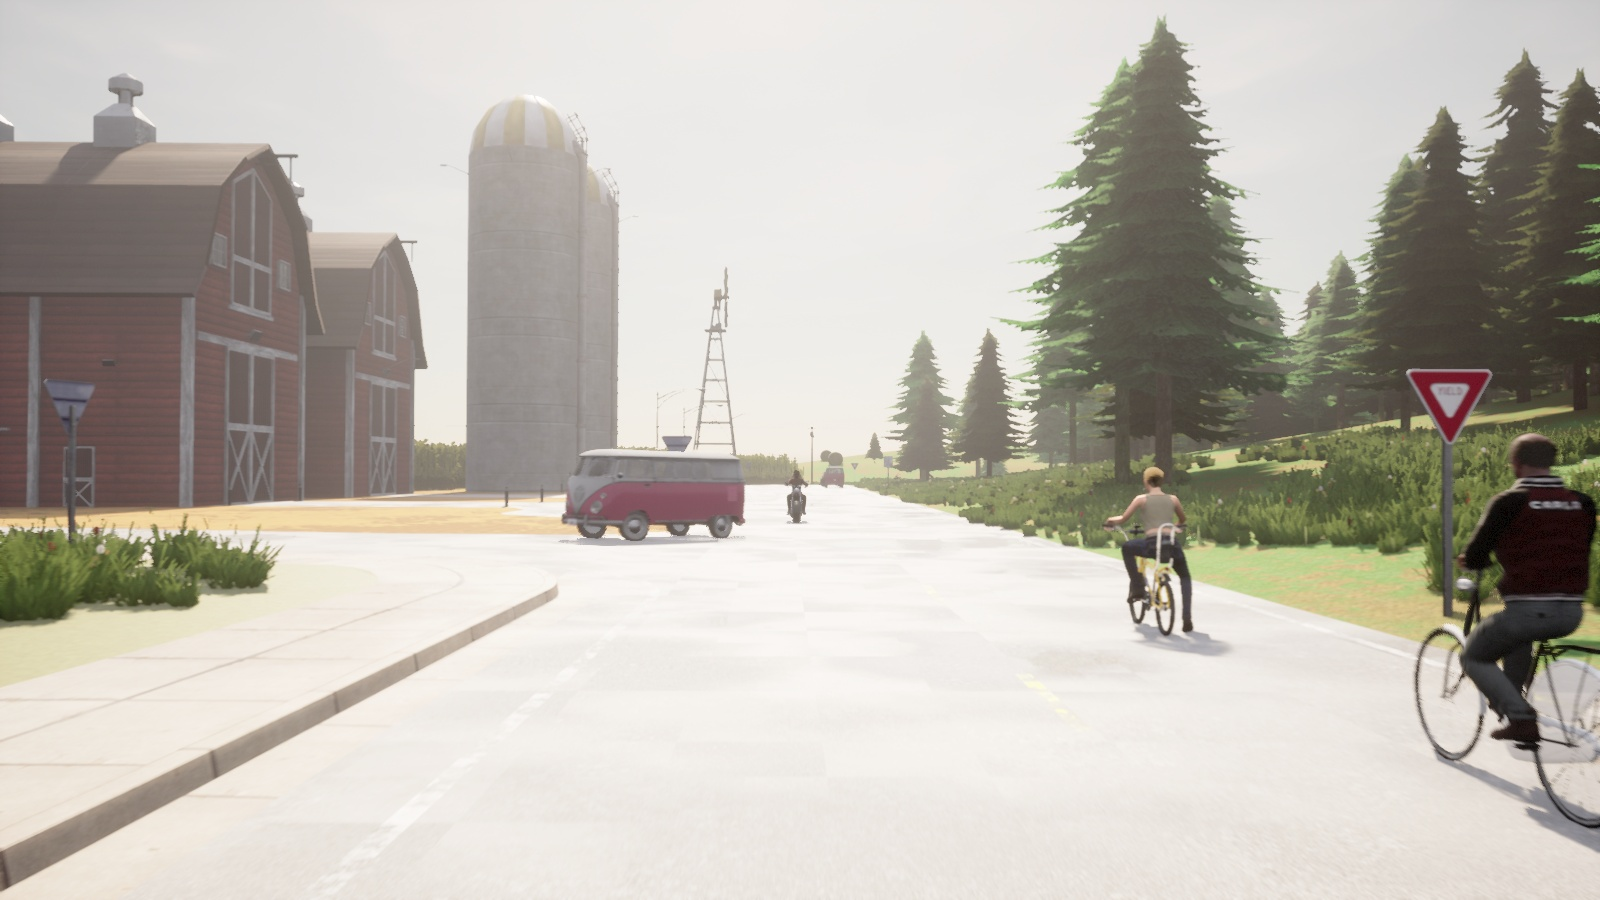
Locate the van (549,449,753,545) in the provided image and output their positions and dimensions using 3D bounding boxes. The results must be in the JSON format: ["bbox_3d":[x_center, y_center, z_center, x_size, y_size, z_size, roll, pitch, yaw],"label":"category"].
[{"bbox_3d":[-3.292,1.035,28.375,1.775,1.987,4.442,-1,-2,44],"label":"van"}]

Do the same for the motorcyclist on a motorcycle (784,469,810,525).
[{"bbox_3d":[-0.092,1.403,38.098,0.766,1.649,2.350,0,-1,0],"label":"motorcyclist on a motorcycle"}]

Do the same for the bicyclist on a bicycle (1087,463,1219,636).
[{"bbox_3d":[3.477,0.947,12.504,0.866,1.612,1.509,0,-1,0],"label":"bicyclist on a bicycle"}]

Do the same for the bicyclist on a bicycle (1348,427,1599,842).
[{"bbox_3d":[3.484,0.774,6.290,0.659,1.776,1.843,0,1,0],"label":"bicyclist on a bicycle"}]
